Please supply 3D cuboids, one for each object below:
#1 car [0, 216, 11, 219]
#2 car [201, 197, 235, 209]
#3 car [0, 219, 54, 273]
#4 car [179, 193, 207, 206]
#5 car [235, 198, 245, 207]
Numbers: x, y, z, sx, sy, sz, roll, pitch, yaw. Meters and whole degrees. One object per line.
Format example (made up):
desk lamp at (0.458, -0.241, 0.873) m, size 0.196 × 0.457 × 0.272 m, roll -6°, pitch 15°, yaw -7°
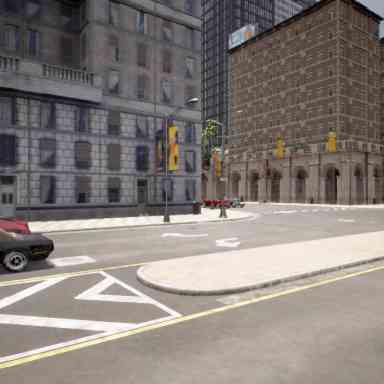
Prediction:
car at (-8.443, 1.526, 12.113) m, size 4.674 × 1.442 × 1.812 m, roll 0°, pitch 0°, yaw -35°
car at (3.280, 1.478, 46.419) m, size 1.882 × 1.535 × 5.008 m, roll 0°, pitch 0°, yaw -35°
car at (-6.499, 1.601, 9.208) m, size 4.718 × 1.301 × 1.895 m, roll 0°, pitch 0°, yaw -35°
car at (0.072, 1.221, 57.150) m, size 2.150 × 2.045 × 5.566 m, roll 0°, pitch 0°, yaw -34°
car at (5.710, 1.491, 49.049) m, size 2.128 × 1.511 × 4.902 m, roll 0°, pitch 0°, yaw -35°
